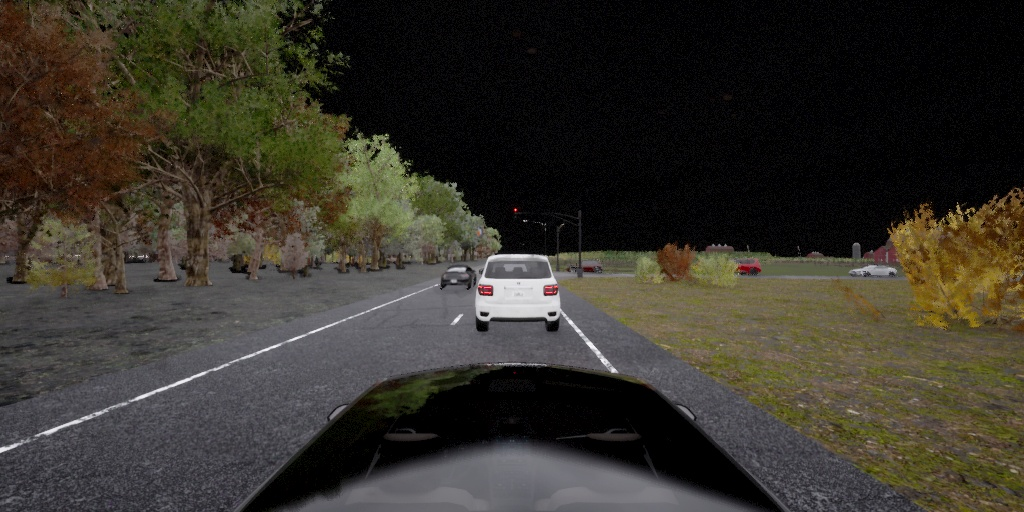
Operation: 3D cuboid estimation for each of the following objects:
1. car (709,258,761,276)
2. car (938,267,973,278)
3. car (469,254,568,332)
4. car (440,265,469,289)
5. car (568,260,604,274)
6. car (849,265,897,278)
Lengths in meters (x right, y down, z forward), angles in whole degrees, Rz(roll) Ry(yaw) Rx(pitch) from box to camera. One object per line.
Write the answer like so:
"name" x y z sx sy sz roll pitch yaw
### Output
"car" 26.613 1.318 42.829 5.566 2.045 2.150 0 -1 1
"car" 49.014 1.848 39.081 4.181 1.385 1.994 1 -1 0
"car" 0.128 0.974 11.050 2.150 2.045 5.566 0 0 -1
"car" -3.353 1.282 22.927 1.812 1.442 4.674 0 0 0
"car" 8.906 1.273 43.980 4.553 1.767 2.097 0 -1 14
"car" 42.965 1.804 42.703 4.674 1.442 1.812 0 -1 1
